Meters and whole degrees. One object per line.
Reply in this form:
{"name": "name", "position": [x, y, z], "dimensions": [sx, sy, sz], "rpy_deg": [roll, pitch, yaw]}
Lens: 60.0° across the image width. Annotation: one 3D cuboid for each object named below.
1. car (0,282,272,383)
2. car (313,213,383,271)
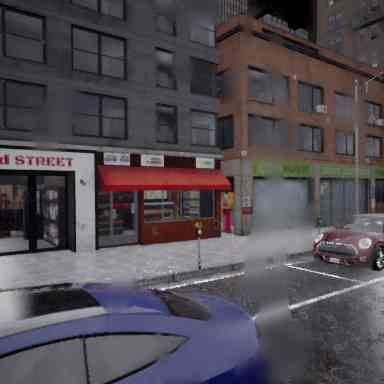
{"name": "car", "position": [-1.404, 1.525, 2.376], "dimensions": [4.674, 1.442, 1.812], "rpy_deg": [0, 0, -36]}
{"name": "car", "position": [5.728, 1.439, 10.757], "dimensions": [4.097, 1.590, 1.967], "rpy_deg": [0, -1, -36]}
